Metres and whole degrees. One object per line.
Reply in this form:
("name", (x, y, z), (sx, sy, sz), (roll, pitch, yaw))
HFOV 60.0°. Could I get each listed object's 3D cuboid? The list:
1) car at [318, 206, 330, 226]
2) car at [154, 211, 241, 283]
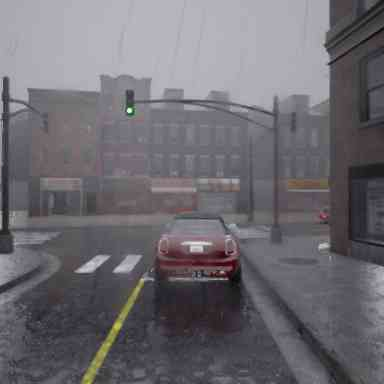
("car", (11.043, 1.199, 21.476), (5.566, 2.045, 2.150), (0, 0, -10))
("car", (0.256, 1.350, 9.881), (2.097, 1.767, 4.553), (0, 0, 4))
